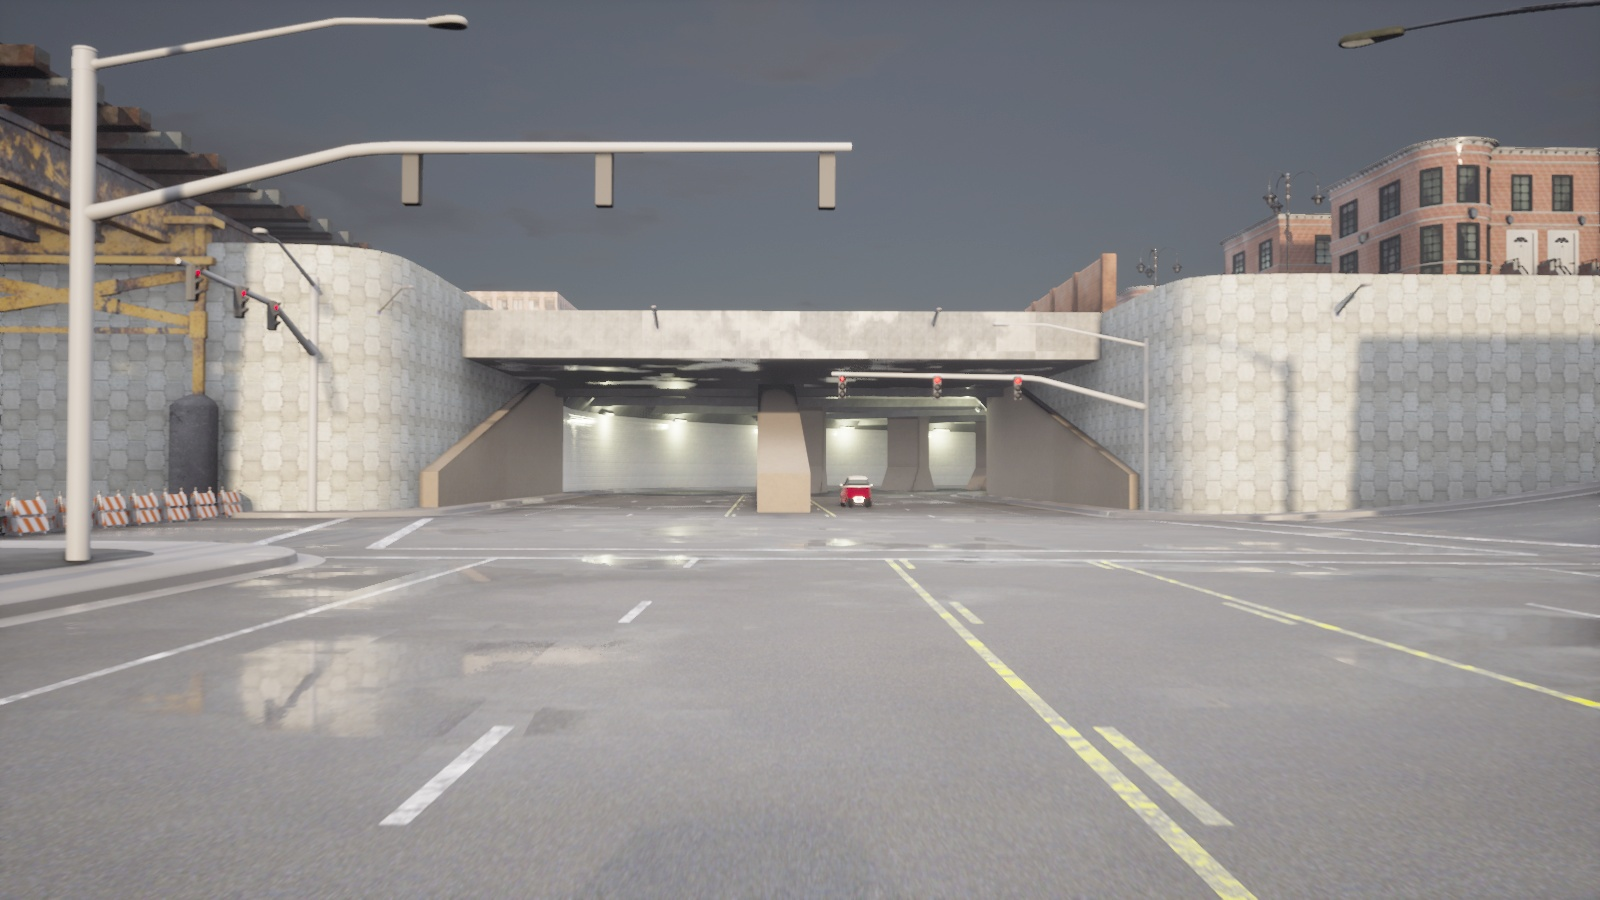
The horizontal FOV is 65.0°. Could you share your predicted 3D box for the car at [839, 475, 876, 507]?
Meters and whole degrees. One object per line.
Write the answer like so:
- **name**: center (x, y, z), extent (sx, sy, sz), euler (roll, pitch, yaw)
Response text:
- **car**: center (2.518, 1.784, 55.289), extent (1.481, 1.376, 2.207), euler (0, -1, -2)
